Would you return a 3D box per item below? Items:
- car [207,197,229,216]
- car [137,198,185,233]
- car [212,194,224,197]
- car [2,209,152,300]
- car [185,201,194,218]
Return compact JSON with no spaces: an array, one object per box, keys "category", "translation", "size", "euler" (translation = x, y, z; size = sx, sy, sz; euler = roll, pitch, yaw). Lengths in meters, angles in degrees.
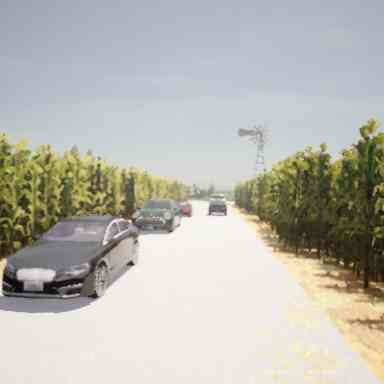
[{"category":"car","translation":[2.611,1.551,33.524],"size":[1.837,1.490,4.892],"euler":[1,0,5]},{"category":"car","translation":[-1.838,1.161,18.340],"size":[2.097,1.767,4.553],"euler":[1,0,5]},{"category":"car","translation":[3.576,1.338,45.984],"size":[2.150,2.045,5.566],"euler":[1,0,5]},{"category":"car","translation":[-2.636,1.392,8.381],"size":[2.128,1.511,4.902],"euler":[1,1,4]},{"category":"car","translation":[-0.926,1.498,29.614],"size":[1.994,1.385,4.181],"euler":[1,-1,5]}]
